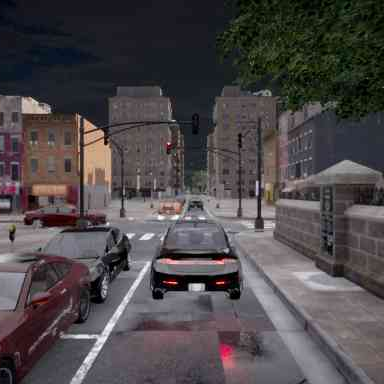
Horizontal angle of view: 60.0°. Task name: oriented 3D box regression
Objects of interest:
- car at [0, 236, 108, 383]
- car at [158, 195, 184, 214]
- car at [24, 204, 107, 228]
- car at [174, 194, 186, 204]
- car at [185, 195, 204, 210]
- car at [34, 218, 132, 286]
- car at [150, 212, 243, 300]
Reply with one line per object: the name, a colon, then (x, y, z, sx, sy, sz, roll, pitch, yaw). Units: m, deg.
car: (-2.632, 1.582, 4.538, 1.802, 1.307, 4.206, 0, 0, 0)
car: (-2.287, 1.346, 34.776, 2.097, 1.767, 4.553, 0, 0, 1)
car: (-7.937, 1.548, 21.121, 5.008, 1.535, 1.882, -1, 0, 0)
car: (-2.212, 1.340, 63.825, 2.097, 1.767, 4.553, 0, 0, 0)
car: (0.441, 1.498, 41.893, 1.837, 1.490, 4.892, 0, 0, 0)
car: (-2.629, 1.566, 8.200, 1.947, 1.339, 4.313, 0, 0, 0)
car: (0.093, 1.492, 8.379, 2.128, 1.511, 4.902, 0, 0, 0)
